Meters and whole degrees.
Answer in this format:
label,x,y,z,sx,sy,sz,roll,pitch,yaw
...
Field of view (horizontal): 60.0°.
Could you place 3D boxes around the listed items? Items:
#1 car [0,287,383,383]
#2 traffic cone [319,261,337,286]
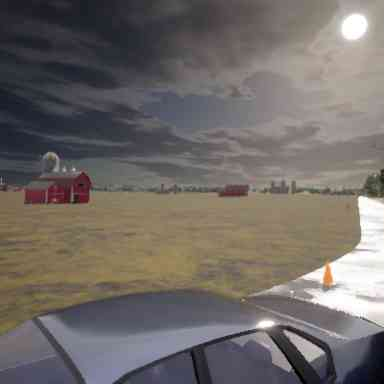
label,x,y,z,sx,sy,sz,roll,pitch,yaw
car,-0.454,1.559,2.327,5.357,1.411,2.033,1,0,-38
traffic cone,3.494,2.056,8.537,0.340,0.580,0.340,1,0,43
